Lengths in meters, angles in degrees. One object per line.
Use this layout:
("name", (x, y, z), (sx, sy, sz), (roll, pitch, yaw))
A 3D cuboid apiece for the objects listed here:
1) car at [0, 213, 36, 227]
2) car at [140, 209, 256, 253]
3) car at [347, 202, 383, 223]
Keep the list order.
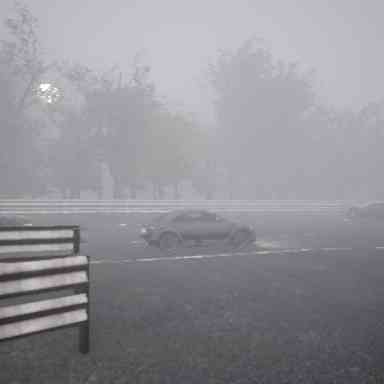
("car", (-8.555, 1.144, 12.570), (4.892, 1.490, 1.837), (1, 0, -21))
("car", (0.221, 1.317, 12.176), (4.181, 1.385, 1.994), (1, 0, -21))
("car", (13.763, 1.483, 24.889), (4.674, 1.442, 1.812), (1, 0, -21))
